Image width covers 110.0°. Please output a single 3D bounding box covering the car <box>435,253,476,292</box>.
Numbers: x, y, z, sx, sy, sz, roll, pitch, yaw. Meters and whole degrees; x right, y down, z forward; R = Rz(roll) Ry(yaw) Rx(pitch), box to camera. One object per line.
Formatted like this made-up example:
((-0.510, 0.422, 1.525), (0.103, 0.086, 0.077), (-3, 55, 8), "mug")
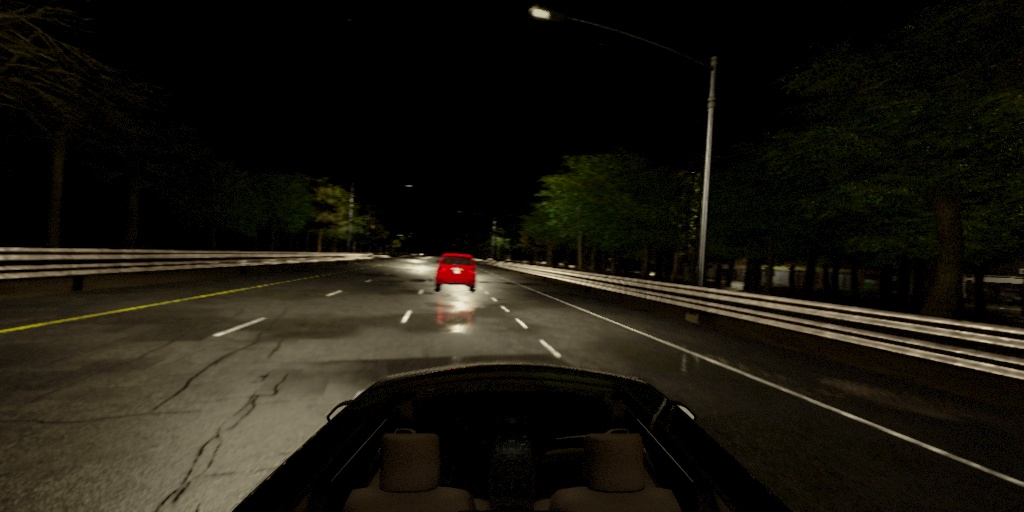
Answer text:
((-3.351, 0.905, 21.108), (2.150, 2.045, 5.566), (4, 0, -11), "car")
